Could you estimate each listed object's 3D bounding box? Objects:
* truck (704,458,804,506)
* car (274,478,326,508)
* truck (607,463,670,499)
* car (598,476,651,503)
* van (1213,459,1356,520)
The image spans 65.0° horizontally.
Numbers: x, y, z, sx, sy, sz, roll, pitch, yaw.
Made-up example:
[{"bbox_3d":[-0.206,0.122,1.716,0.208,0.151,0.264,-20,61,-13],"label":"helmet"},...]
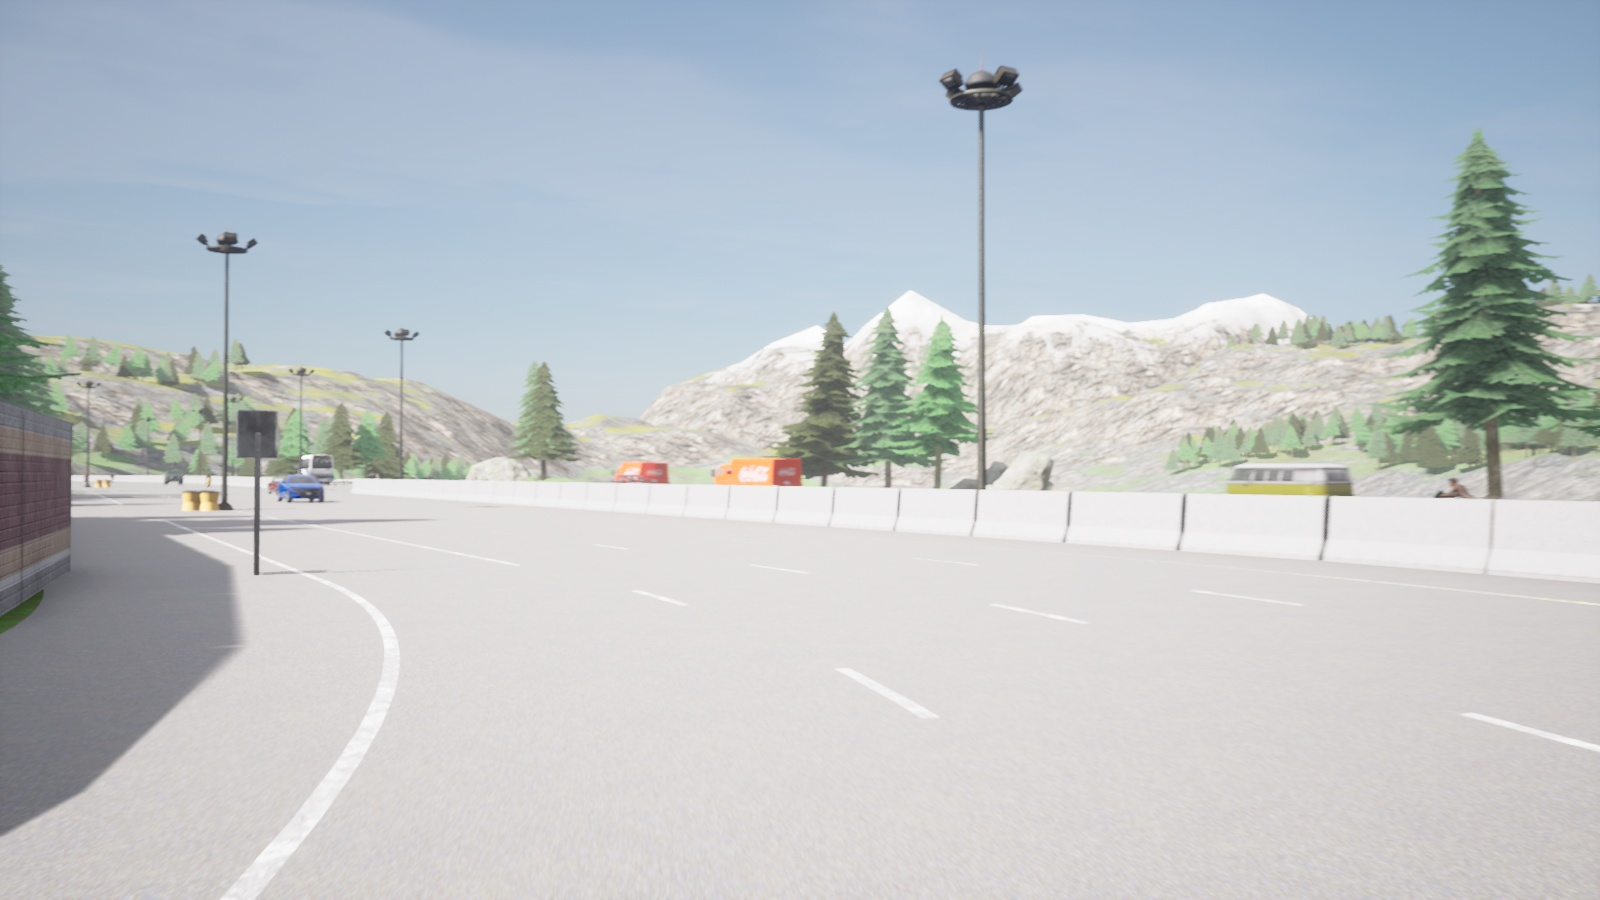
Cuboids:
[{"bbox_3d":[-2.551,1.719,68.798,2.627,2.467,5.204,-1,0,-44],"label":"truck"},{"bbox_3d":[-27.633,2.348,69.299,1.882,1.535,5.008,0,-1,-31],"label":"car"},{"bbox_3d":[-11.654,2.204,90.237,2.627,2.467,5.204,0,-1,-31],"label":"truck"},{"bbox_3d":[-10.452,2.349,74.714,1.789,1.549,3.705,0,-1,-31],"label":"car"},{"bbox_3d":[16.691,1.336,43.492,1.775,1.987,4.442,0,-1,-31],"label":"van"}]
